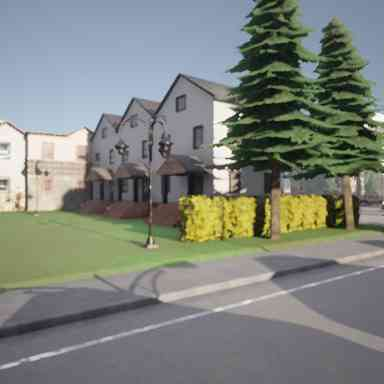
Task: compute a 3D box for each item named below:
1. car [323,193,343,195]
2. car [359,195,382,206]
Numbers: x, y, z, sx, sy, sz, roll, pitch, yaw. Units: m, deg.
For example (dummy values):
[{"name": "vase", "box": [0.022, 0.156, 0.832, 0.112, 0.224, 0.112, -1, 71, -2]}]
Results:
[{"name": "car", "box": [30.163, 1.255, 72.849, 1.905, 1.878, 3.866, 0, 0, -36]}, {"name": "car", "box": [27.426, 1.234, 49.428, 1.932, 1.855, 4.605, 0, 0, -36]}]
